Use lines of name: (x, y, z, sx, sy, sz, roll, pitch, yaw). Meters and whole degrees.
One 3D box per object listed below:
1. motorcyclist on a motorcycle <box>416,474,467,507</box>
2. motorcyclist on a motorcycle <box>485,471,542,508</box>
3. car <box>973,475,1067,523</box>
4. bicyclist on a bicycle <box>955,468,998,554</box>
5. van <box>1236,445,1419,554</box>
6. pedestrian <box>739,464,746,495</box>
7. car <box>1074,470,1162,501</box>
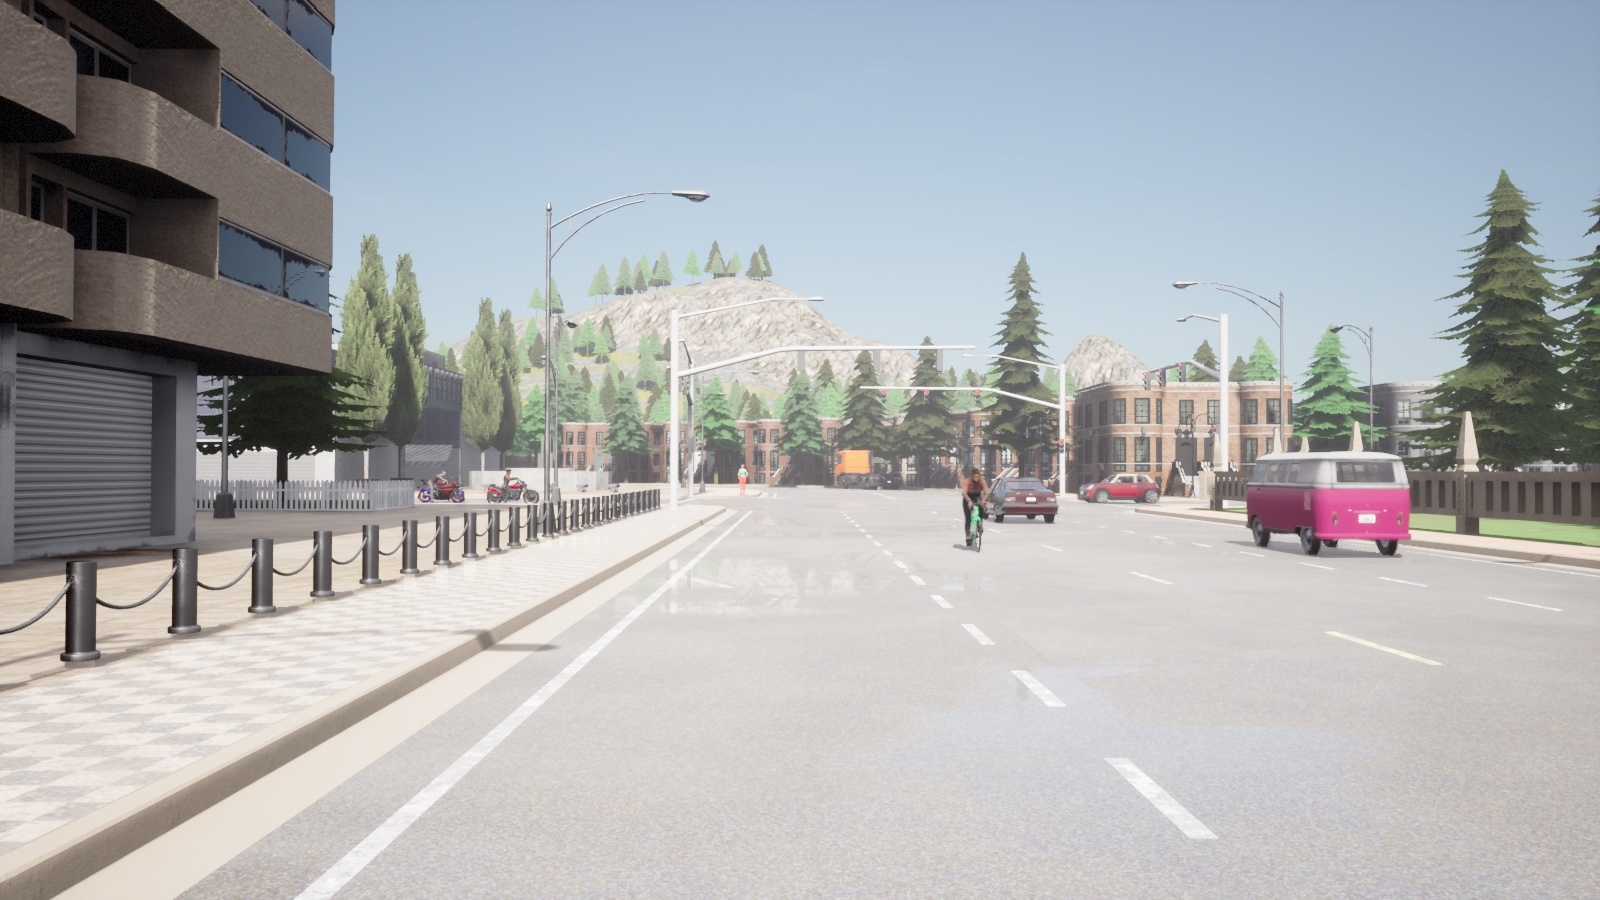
motorcyclist on a motorcycle: (-16.851, 1.907, 59.067, 2.191, 1.530, 0.866, 0, -1, 0)
motorcyclist on a motorcycle: (-12.683, 1.747, 55.582, 2.350, 1.649, 0.766, 0, -1, 0)
car: (6.898, 1.504, 39.958, 2.033, 1.411, 5.357, 0, -1, 0)
bicyclist on a bicycle: (3.434, 1.164, 24.508, 0.582, 1.620, 1.656, 0, -1, 0)
van: (10.435, 0.948, 25.238, 1.775, 1.987, 4.442, 0, -1, 0)
pedestrian: (-3.319, 1.707, 72.848, 0.345, 1.836, 0.594, 0, -1, 1)
car: (15.773, 1.763, 62.460, 3.806, 1.475, 1.970, 0, -1, -5)
